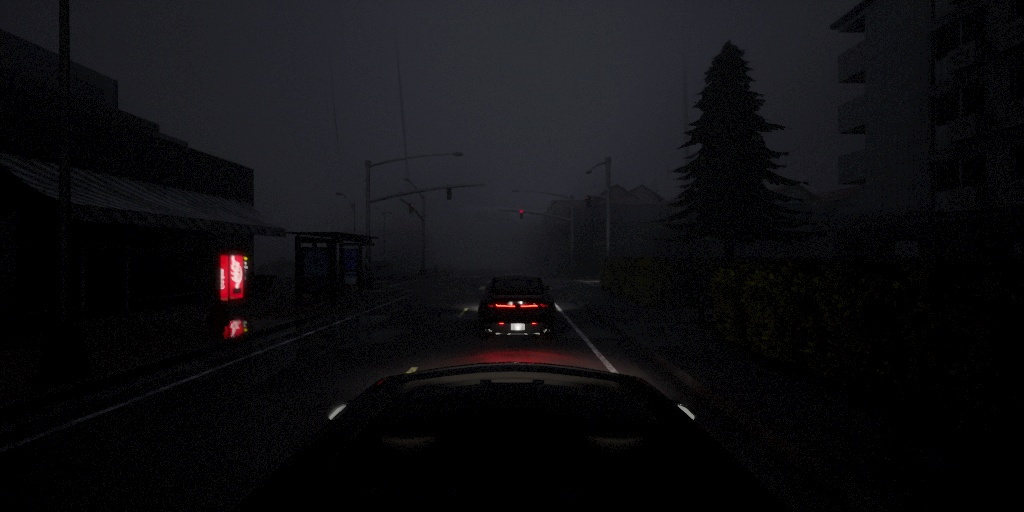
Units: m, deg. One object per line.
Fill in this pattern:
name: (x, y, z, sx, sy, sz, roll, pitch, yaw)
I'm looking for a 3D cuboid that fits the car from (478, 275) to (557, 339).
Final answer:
car: (0.118, 1.255, 10.038, 1.837, 1.490, 4.892, 0, 0, 0)
